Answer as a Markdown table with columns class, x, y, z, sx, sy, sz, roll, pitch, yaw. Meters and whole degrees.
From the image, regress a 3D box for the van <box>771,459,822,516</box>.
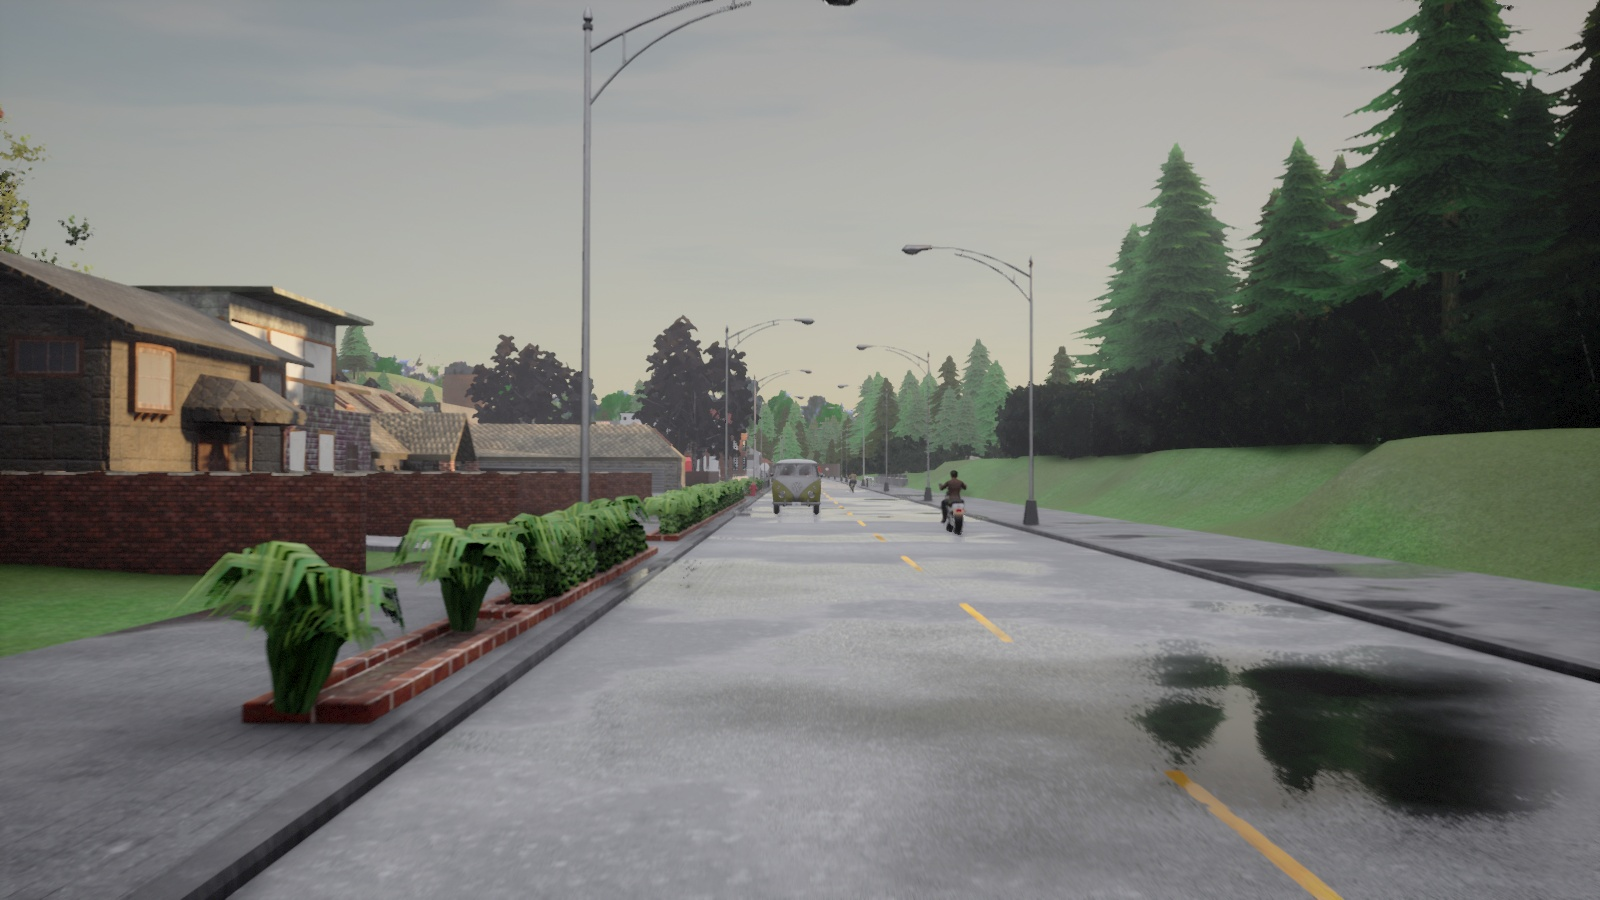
| class | x | y | z | sx | sy | sz | roll | pitch | yaw |
| --- | --- | --- | --- | --- | --- | --- | --- | --- | --- |
| van | -0.113 | 1.340 | 46.135 | 1.775 | 1.987 | 4.442 | 0 | -1 | 0 |

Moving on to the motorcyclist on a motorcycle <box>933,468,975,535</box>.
| class | x | y | z | sx | sy | sz | roll | pitch | yaw |
| --- | --- | --- | --- | --- | --- | --- | --- | --- | --- |
| motorcyclist on a motorcycle | 3.922 | 1.288 | 32.209 | 0.766 | 1.649 | 2.350 | 0 | -1 | 0 |
